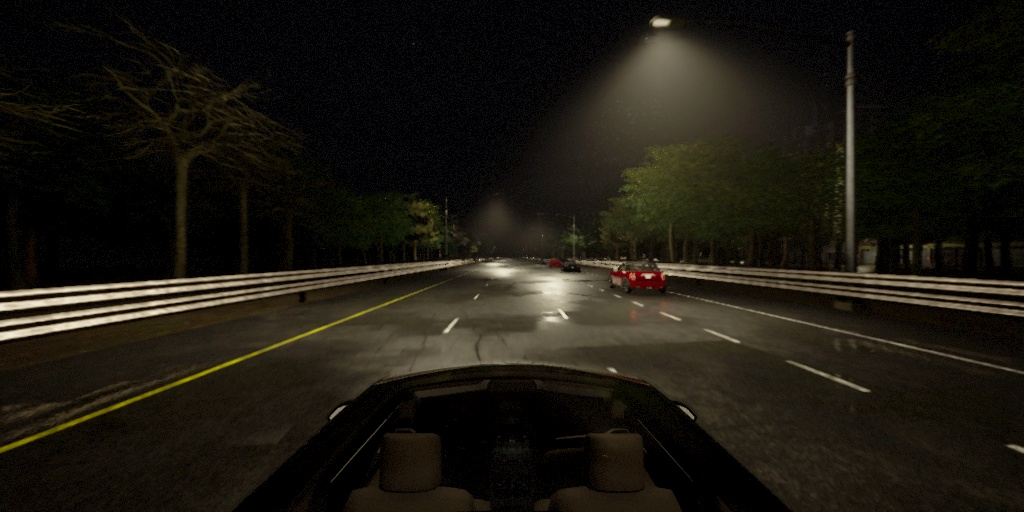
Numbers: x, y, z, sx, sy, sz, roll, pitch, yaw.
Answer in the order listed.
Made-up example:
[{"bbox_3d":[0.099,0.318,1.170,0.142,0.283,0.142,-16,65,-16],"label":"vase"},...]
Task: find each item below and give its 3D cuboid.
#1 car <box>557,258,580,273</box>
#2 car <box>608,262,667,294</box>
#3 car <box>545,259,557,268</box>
[{"bbox_3d":[7.033,1.324,43.614,1.994,1.385,4.181,0,0,0],"label":"car"},{"bbox_3d":[7.015,1.108,20.581,2.097,1.767,4.553,0,0,0],"label":"car"},{"bbox_3d":[7.046,1.240,59.602,1.882,1.535,5.008,0,0,0],"label":"car"}]
